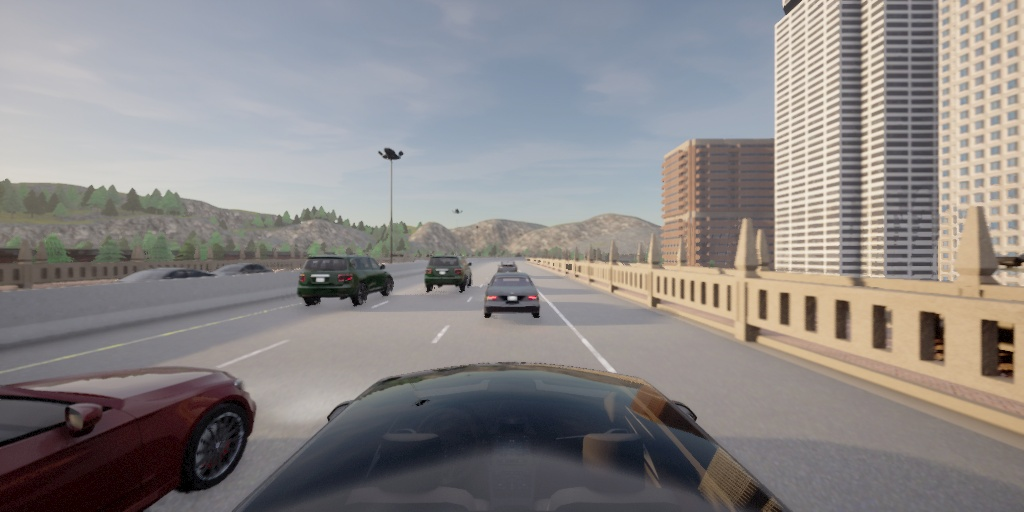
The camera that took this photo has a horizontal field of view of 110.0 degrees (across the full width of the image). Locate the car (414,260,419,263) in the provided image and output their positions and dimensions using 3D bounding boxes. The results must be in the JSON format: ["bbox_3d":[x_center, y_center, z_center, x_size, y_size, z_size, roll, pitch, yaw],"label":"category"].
[{"bbox_3d":[-14.883,1.288,58.305,1.812,1.442,4.674,0,0,-1],"label":"car"}]

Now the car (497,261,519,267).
[{"bbox_3d":[-0.383,1.218,34.481,2.128,1.511,4.902,0,0,-1],"label":"car"}]

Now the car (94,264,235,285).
[{"bbox_3d":[-14.250,1.229,14.601,1.882,1.535,5.008,0,0,-1],"label":"car"}]

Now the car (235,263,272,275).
[{"bbox_3d":[-17.891,1.251,23.506,1.837,1.490,4.892,0,0,-1],"label":"car"}]

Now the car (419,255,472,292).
[{"bbox_3d":[-3.666,0.960,21.344,2.150,2.045,5.566,0,0,-1],"label":"car"}]

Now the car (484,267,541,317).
[{"bbox_3d":[-0.030,1.289,13.057,2.033,1.411,5.357,0,0,-1],"label":"car"}]

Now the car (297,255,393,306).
[{"bbox_3d":[-7.076,0.966,15.836,2.150,2.045,5.566,0,0,-1],"label":"car"}]

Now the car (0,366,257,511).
[{"bbox_3d":[-3.436,1.278,1.583,1.812,1.442,4.674,0,0,0],"label":"car"}]
